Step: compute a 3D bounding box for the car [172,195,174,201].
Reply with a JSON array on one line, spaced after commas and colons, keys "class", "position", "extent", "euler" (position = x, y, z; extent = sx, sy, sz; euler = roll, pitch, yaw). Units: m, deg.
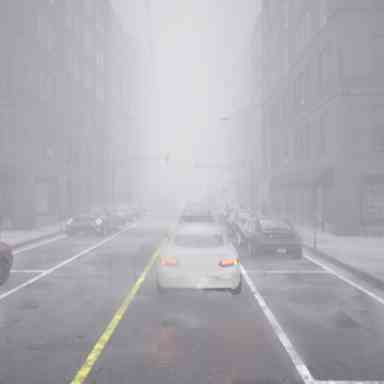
[{"class": "car", "position": [-4.820, 1.527, 61.651], "extent": [1.887, 1.381, 4.507], "euler": [0, 0, 1]}]

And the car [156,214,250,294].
[{"class": "car", "position": [0.166, 1.524, 8.633], "extent": [1.812, 1.442, 4.674], "euler": [0, 0, 1]}]

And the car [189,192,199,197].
[{"class": "car", "position": [0.800, 1.317, 86.026], "extent": [2.097, 1.767, 4.553], "euler": [0, 0, 1]}]

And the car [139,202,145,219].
[{"class": "car", "position": [-5.130, 1.544, 28.890], "extent": [2.008, 1.369, 4.403], "euler": [0, 0, 1]}]

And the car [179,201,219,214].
[{"class": "car", "position": [0.264, 1.473, 18.603], "extent": [1.882, 1.535, 5.008], "euler": [0, 0, 1]}]

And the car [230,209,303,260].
[{"class": "car", "position": [2.737, 1.548, 12.266], "extent": [2.008, 1.369, 4.403], "euler": [0, 0, 1]}]

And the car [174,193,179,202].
[{"class": "car", "position": [-4.659, 1.499, 78.527], "extent": [1.752, 1.417, 4.829], "euler": [0, 0, 1]}]

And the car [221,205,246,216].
[{"class": "car", "position": [2.790, 1.578, 17.785], "extent": [1.802, 1.307, 4.206], "euler": [0, 0, 1]}]

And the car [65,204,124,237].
[{"class": "car", "position": [-5.235, 1.436, 17.854], "extent": [1.967, 1.590, 4.097], "euler": [0, 0, 1]}]

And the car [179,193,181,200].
[{"class": "car", "position": [-4.604, 1.534, 84.378], "extent": [1.947, 1.339, 4.313], "euler": [0, 0, 1]}]

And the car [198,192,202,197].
[{"class": "car", "position": [3.421, 1.283, 84.308], "extent": [2.192, 1.841, 5.009], "euler": [0, 0, 1]}]

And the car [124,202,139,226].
[{"class": "car", "position": [-5.184, 1.520, 23.201], "extent": [1.752, 1.417, 4.829], "euler": [0, 0, 1]}]

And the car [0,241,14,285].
[{"class": "car", "position": [-5.340, 1.580, 6.817], "extent": [1.802, 1.307, 4.206], "euler": [0, 0, 1]}]

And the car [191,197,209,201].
[{"class": "car", "position": [0.260, 1.470, 29.072], "extent": [1.882, 1.535, 5.008], "euler": [0, 0, 0]}]

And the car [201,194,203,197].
[{"class": "car", "position": [3.259, 1.563, 67.264], "extent": [1.802, 1.307, 4.206], "euler": [0, 0, 1]}]

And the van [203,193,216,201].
[{"class": "van", "position": [3.151, 1.325, 55.903], "extent": [1.690, 1.788, 3.998], "euler": [0, 0, 1]}]

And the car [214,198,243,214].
[{"class": "car", "position": [2.842, 1.434, 23.304], "extent": [1.967, 1.590, 4.097], "euler": [0, 0, 1]}]

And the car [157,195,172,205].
[{"class": "car", "position": [-4.874, 1.535, 55.970], "extent": [2.008, 1.369, 4.403], "euler": [0, 0, 1]}]
